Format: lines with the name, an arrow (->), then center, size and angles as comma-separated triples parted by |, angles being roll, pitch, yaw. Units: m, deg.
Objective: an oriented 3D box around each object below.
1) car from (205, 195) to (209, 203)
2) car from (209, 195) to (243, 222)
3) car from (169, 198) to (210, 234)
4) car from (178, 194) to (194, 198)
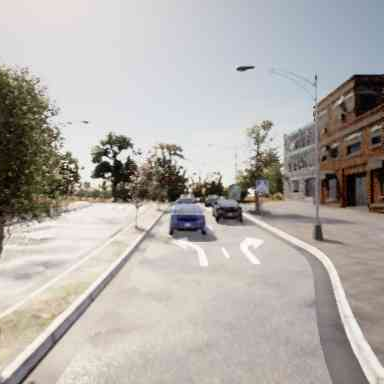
car -> 2.452, 1.038, 39.003 | 1.994, 1.385, 4.181 | 0, 1, 1
car -> 2.529, 1.269, 24.555 | 1.882, 1.535, 5.008 | 0, 2, -1
car -> -0.248, 1.379, 18.559 | 1.882, 1.535, 5.008 | 0, 1, -1
car -> -0.493, 1.004, 36.259 | 2.128, 1.511, 4.902 | 0, 1, 0
